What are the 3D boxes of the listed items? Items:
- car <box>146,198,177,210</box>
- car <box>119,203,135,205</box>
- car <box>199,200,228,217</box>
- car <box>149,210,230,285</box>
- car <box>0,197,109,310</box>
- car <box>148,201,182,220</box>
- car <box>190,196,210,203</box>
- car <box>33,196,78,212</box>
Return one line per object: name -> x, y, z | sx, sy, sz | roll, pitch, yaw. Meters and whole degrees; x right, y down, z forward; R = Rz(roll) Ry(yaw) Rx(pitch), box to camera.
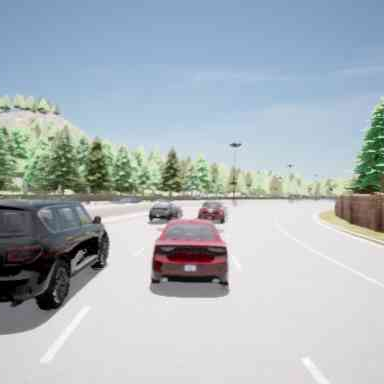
car -> -4.082, 1.618, 45.456 | 2.033, 1.411, 5.357 | 2, 0, 21
car -> -8.409, 1.487, 43.798 | 2.033, 1.411, 5.357 | 2, 0, 19
car -> 1.823, 1.518, 27.438 | 2.097, 1.767, 4.553 | 2, 0, 11
car -> -0.043, 1.517, 9.725 | 1.882, 1.535, 5.008 | 1, 0, 0
car -> -3.544, 1.152, 7.808 | 2.150, 2.045, 5.566 | 2, 0, -1
car -> -1.980, 1.543, 26.131 | 2.128, 1.511, 4.902 | 2, 0, 10
car -> 1.720, 1.612, 72.535 | 2.033, 1.411, 5.357 | 2, 0, 29
car -> -14.459, 1.236, 35.496 | 1.837, 1.490, 4.892 | 1, 0, 15
